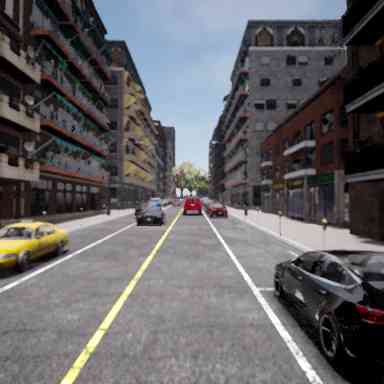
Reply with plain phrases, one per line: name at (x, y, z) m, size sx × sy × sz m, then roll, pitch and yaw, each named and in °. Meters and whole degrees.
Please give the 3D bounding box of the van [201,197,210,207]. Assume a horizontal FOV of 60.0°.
van at (2.667, 2.017, 68.412) m, size 1.690 × 1.788 × 3.998 m, roll 1°, pitch -1°, yaw 0°

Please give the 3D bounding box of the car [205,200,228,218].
car at (2.684, 1.883, 34.233) m, size 1.887 × 1.381 × 4.507 m, roll 1°, pitch -1°, yaw 0°

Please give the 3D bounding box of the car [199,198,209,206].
car at (2.661, 2.172, 74.107) m, size 1.967 × 1.590 × 4.097 m, roll 1°, pitch -1°, yaw 0°

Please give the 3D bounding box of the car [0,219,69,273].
car at (-5.683, 1.637, 11.212) m, size 1.752 × 1.417 × 4.829 m, roll 1°, pitch -1°, yaw 0°

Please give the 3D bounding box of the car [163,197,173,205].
car at (-5.720, 2.103, 79.737) m, size 2.192 × 1.841 × 5.009 m, roll 1°, pitch -1°, yaw 0°

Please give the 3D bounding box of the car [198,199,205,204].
car at (2.649, 2.483, 91.193) m, size 1.802 × 1.307 × 4.206 m, roll 1°, pitch -1°, yaw 0°

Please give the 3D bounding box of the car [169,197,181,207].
car at (-3.046, 2.184, 66.897) m, size 1.812 × 1.442 × 4.674 m, roll 0°, pitch -1°, yaw 0°

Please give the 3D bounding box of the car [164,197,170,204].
car at (-5.718, 2.226, 68.342) m, size 2.008 × 1.369 × 4.403 m, roll 1°, pitch -1°, yaw 0°

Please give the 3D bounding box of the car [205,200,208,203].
car at (2.679, 1.960, 39.929) m, size 1.947 × 1.339 × 4.313 m, roll 1°, pitch -1°, yaw 0°

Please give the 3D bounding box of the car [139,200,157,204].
car at (-5.701, 1.960, 39.861) m, size 1.947 × 1.339 × 4.313 m, roll 1°, pitch -1°, yaw 0°

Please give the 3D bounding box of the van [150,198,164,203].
van at (-5.703, 1.847, 51.256) m, size 1.690 × 1.788 × 3.998 m, roll 1°, pitch -1°, yaw 0°

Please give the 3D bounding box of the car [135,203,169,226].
car at (-3.112, 1.821, 25.998) m, size 1.994 × 1.385 × 4.181 m, roll 0°, pitch -1°, yaw 0°

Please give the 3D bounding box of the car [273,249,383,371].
car at (2.700, 1.624, 5.752) m, size 1.947 × 1.339 × 4.313 m, roll 1°, pitch -1°, yaw 0°

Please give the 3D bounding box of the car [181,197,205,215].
car at (0.077, 1.614, 39.957) m, size 2.150 × 2.045 × 5.566 m, roll 0°, pitch -1°, yaw 0°
